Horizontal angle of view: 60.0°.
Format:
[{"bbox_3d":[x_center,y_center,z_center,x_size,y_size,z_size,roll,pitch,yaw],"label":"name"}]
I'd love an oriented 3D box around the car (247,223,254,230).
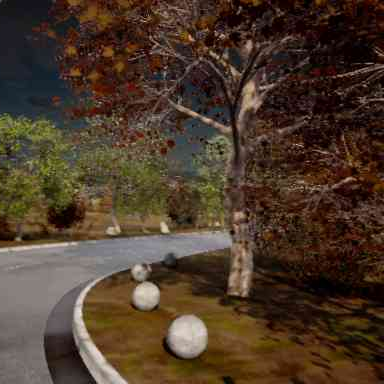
[{"bbox_3d":[8.478,4.792,46.921,1.812,1.442,4.674,0,-4,27],"label":"car"}]
